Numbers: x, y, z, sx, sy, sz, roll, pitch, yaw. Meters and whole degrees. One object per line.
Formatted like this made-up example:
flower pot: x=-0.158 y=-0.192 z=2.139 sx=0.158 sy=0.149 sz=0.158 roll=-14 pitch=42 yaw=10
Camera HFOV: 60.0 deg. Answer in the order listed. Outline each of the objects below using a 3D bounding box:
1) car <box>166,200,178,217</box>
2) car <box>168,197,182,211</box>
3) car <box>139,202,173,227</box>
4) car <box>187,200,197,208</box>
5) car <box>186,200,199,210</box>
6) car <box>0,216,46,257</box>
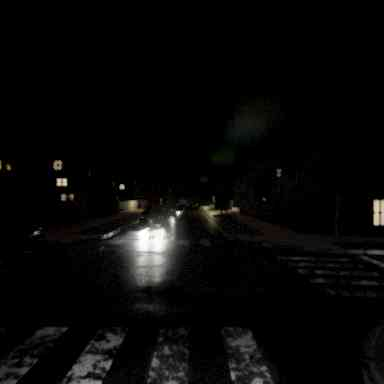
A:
car: x=-2.852 y=2.001 z=38.037 sx=1.812 sy=1.442 sz=4.674 roll=0 pitch=0 yaw=0
car: x=-2.812 y=1.865 z=52.588 sx=2.150 sy=2.045 sz=5.566 roll=0 pitch=0 yaw=1
car: x=-2.855 y=1.814 z=25.563 sx=2.128 sy=1.511 sz=4.902 roll=0 pitch=-1 yaw=0
car: x=-0.014 y=2.262 z=64.112 sx=1.882 sy=1.535 sz=5.008 roll=0 pitch=-1 yaw=0
car: x=0.097 y=2.230 z=54.147 sx=1.994 sy=1.385 sz=4.181 roll=0 pitch=-1 yaw=-1
car: x=-8.226 y=1.522 z=11.995 sx=5.357 sy=1.411 sz=2.033 roll=1 pitch=1 yaw=-16
